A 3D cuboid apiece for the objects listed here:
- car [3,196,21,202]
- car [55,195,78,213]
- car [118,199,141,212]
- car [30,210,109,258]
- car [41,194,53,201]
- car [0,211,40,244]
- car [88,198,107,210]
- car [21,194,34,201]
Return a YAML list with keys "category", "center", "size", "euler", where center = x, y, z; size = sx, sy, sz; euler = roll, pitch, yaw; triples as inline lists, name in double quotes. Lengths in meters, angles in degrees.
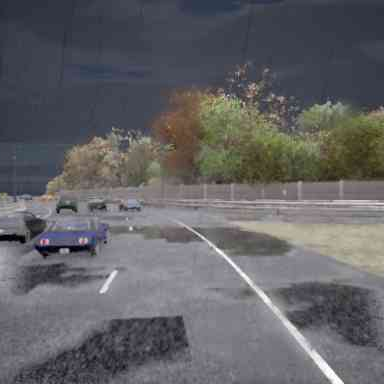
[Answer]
- category: "car"
  center: [-43.656, 1.623, 79.964]
  size: [4.181, 1.385, 1.994]
  euler: [0, 0, 39]
- category: "car"
  center: [-14.516, 1.302, 38.576]
  size: [2.150, 2.045, 5.566]
  euler: [0, 0, -23]
- category: "car"
  center: [-7.590, 1.575, 40.143]
  size: [2.033, 1.411, 5.357]
  euler: [0, 0, -23]
- category: "car"
  center: [-4.393, 1.623, 12.980]
  size: [1.895, 1.301, 4.718]
  euler: [0, 0, -7]
- category: "car"
  center: [-37.104, 1.376, 85.141]
  size: [2.097, 1.767, 4.553]
  euler: [0, 0, -36]
- category: "car"
  center: [-8.377, 1.612, 15.911]
  size: [1.994, 1.385, 4.181]
  euler: [0, 0, -9]
- category: "car"
  center: [-11.661, 1.533, 40.835]
  size: [1.882, 1.535, 5.008]
  euler: [0, 0, -22]
- category: "car"
  center: [-41.323, 1.407, 82.574]
  size: [4.553, 1.767, 2.097]
  euler: [0, 0, 39]
